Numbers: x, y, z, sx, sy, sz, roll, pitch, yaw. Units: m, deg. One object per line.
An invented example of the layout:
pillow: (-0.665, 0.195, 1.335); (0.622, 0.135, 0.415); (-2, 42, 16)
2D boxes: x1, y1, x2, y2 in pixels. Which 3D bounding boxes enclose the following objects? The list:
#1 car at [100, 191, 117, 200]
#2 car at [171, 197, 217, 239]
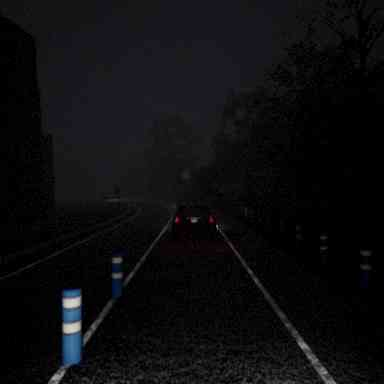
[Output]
car: (-16.413, 0.615, 65.300); (2.097, 1.767, 4.553); (-5, 3, -38)
car: (0.091, 1.317, 17.088); (2.097, 1.767, 4.553); (0, 0, 0)
